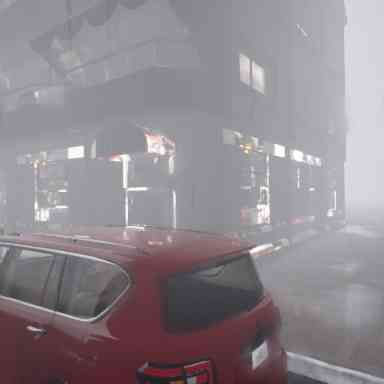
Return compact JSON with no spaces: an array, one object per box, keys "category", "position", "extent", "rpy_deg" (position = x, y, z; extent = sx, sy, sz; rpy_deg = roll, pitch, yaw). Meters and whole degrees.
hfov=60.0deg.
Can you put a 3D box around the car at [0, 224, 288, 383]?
[{"category":"car","position":[-1.431,1.316,3.903],"extent":[5.009,1.841,2.192],"rpy_deg":[0,-1,35]}]
